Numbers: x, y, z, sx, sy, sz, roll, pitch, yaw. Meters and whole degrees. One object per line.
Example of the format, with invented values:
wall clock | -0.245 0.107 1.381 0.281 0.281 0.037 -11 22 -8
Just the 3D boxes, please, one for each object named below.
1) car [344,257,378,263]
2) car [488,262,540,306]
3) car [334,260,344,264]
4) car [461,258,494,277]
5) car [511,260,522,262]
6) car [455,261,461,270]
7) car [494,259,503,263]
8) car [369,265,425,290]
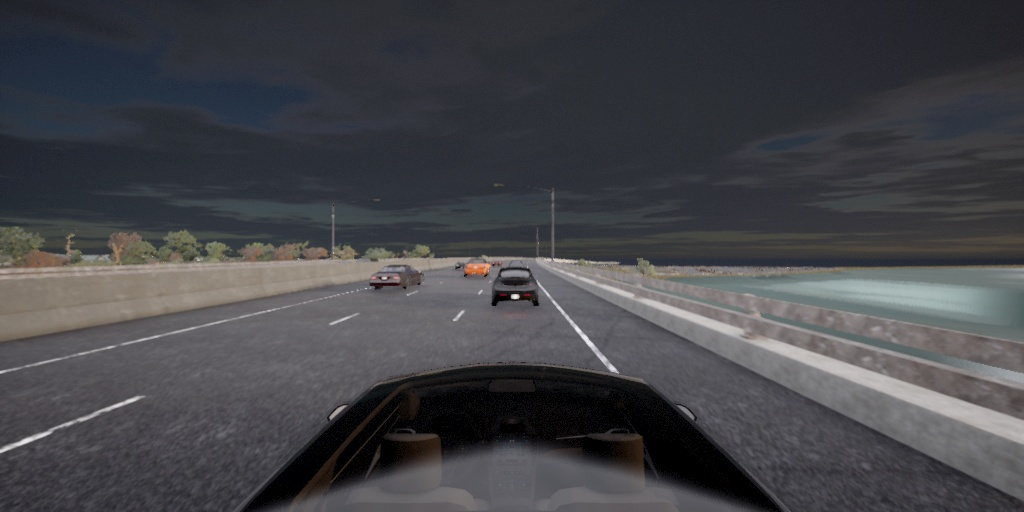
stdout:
car | -17.157 1.013 41.931 2.097 1.767 4.553 0 0 2
car | 0.134 1.208 15.521 1.837 1.490 4.892 0 1 0
car | -20.605 1.266 43.579 1.895 1.301 4.718 0 0 2
car | -3.160 1.008 33.768 2.097 1.767 4.553 0 0 1
car | 0.532 1.191 43.564 1.994 1.385 4.181 0 0 1
car | -6.362 1.229 48.495 1.895 1.301 4.718 0 0 1
car | -2.468 1.197 61.979 1.895 1.301 4.718 0 0 2
car | -6.828 1.240 21.803 2.033 1.411 5.357 0 0 1
